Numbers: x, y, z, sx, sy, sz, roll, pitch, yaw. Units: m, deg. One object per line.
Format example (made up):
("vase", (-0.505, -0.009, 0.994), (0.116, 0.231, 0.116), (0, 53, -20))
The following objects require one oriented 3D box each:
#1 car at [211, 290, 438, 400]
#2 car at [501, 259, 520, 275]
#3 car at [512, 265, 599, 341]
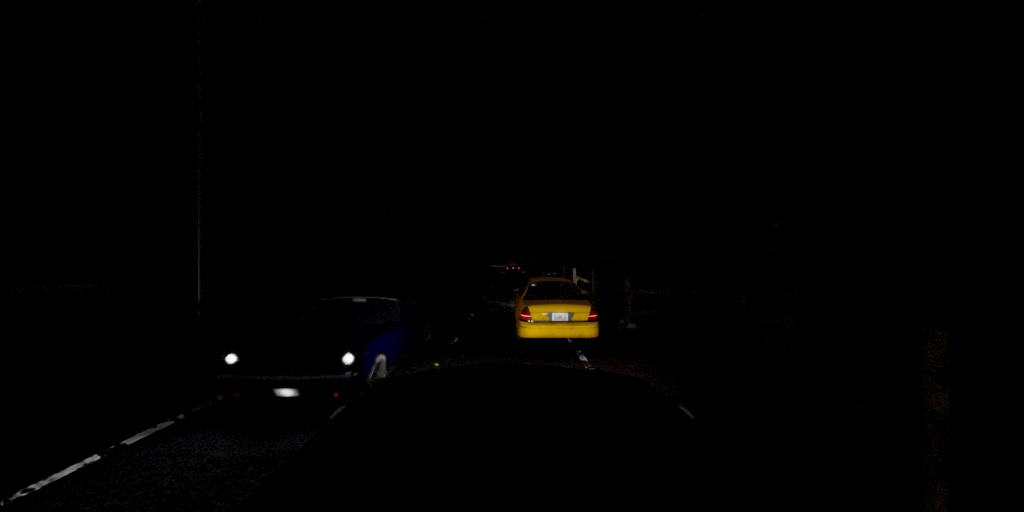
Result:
("car", (-2.743, 1.350, 6.566), (1.895, 1.301, 4.718), (0, 0, 0))
("car", (0.131, 1.305, 39.692), (2.033, 1.411, 5.357), (0, 0, 0))
("car", (0.973, 1.204, 9.805), (1.801, 1.575, 5.366), (0, 0, 0))
